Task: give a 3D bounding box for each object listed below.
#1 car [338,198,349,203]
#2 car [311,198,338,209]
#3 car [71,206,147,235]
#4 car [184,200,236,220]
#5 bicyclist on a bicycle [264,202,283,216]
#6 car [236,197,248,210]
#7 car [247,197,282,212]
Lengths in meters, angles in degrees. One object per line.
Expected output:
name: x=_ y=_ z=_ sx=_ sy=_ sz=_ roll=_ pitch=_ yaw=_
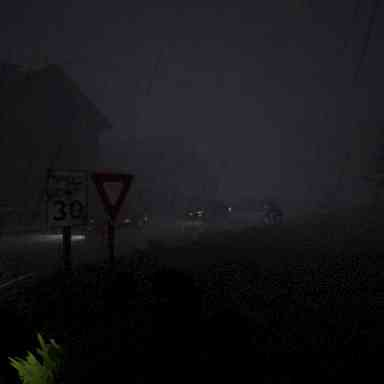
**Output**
car: x=21.630 y=1.490 z=48.613 sx=1.895 sy=1.301 sz=4.718 roll=0 pitch=0 yaw=36
car: x=15.944 y=1.414 z=40.578 sx=1.812 sy=1.442 sz=4.674 roll=0 pitch=0 yaw=36
car: x=-4.459 y=1.461 z=18.318 sx=1.994 sy=1.385 sz=4.181 roll=0 pitch=0 yaw=36
car: x=1.315 y=1.402 z=26.390 sx=1.837 sy=1.490 sz=4.892 roll=0 pitch=0 yaw=36
bicyclist on a bicycle: x=4.585 y=1.386 z=18.721 sx=1.656 sy=1.620 sz=0.582 roll=3 pitch=2 yaw=36
car: x=6.409 y=1.361 z=38.455 sx=1.816 sy=1.474 sz=4.193 roll=7 pitch=3 yaw=33
car: x=8.163 y=1.403 z=35.947 sx=1.837 sy=1.490 sz=4.892 roll=0 pitch=0 yaw=36
